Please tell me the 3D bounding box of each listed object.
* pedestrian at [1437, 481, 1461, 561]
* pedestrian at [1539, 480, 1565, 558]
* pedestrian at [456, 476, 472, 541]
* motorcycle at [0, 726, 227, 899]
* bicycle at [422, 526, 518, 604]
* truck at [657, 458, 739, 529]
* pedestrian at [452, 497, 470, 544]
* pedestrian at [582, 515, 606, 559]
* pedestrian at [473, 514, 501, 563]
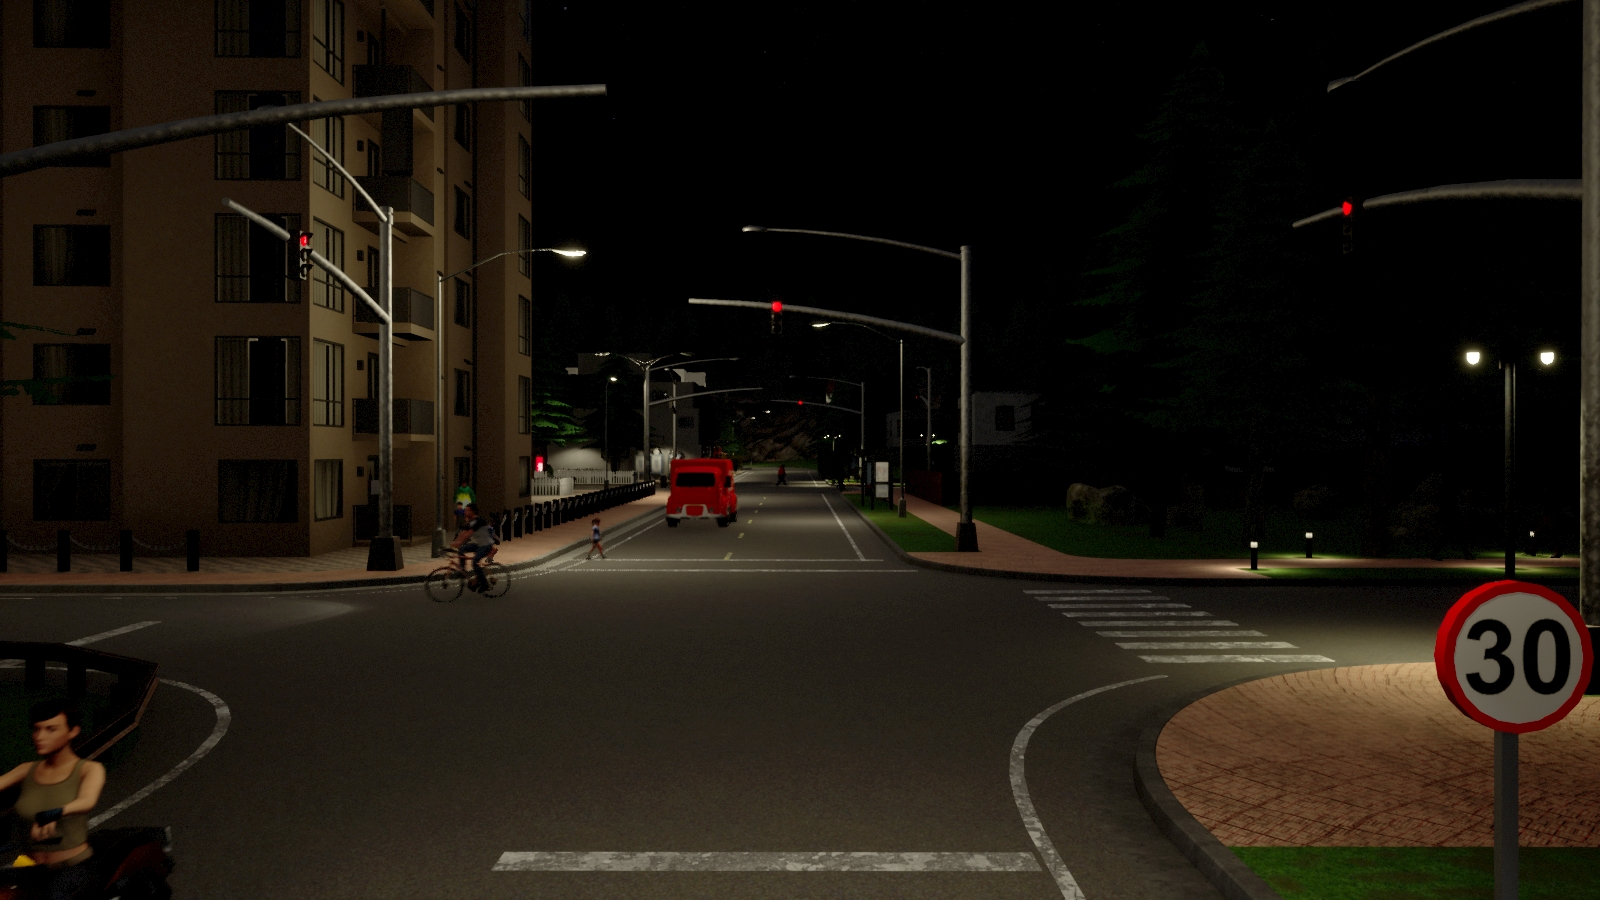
[{"bbox_3d":[15.262,1.665,26.880,0.375,1.860,0.375,0,0,5],"label":"pedestrian"},{"bbox_3d":[18.132,1.663,27.550,0.375,1.860,0.375,0,0,0],"label":"pedestrian"},{"bbox_3d":[-9.688,1.677,32.964,0.375,1.860,0.375,0,0,-1],"label":"pedestrian"},{"bbox_3d":[-3.515,2.150,5.073,0.764,1.277,2.356,0,0,0],"label":"motorcycle"},{"bbox_3d":[-6.125,2.126,21.235,1.643,1.314,0.373,-1,-6,-41],"label":"bicycle"},{"bbox_3d":[-3.702,1.548,42.617,2.627,2.467,5.204,0,0,0],"label":"truck"},{"bbox_3d":[-9.465,1.957,31.907,0.375,1.300,0.375,0,0,-1],"label":"pedestrian"},{"bbox_3d":[-5.247,2.209,29.125,0.500,1.100,0.500,0,0,2],"label":"pedestrian"},{"bbox_3d":[-7.305,2.057,26.683,0.500,1.100,0.500,0,0,6],"label":"pedestrian"}]
